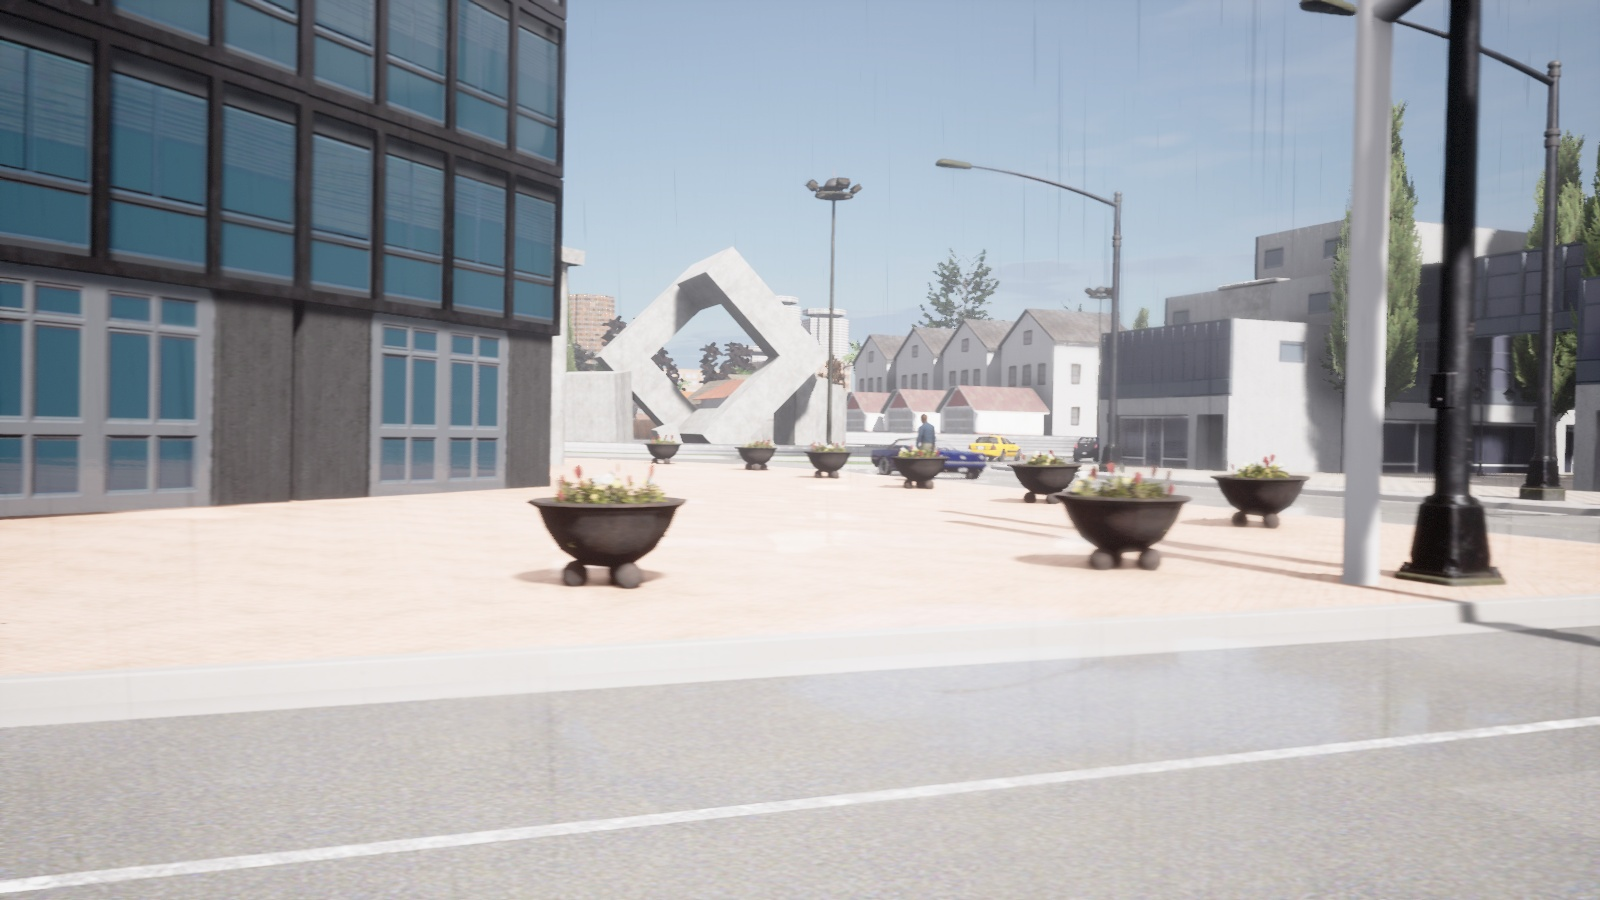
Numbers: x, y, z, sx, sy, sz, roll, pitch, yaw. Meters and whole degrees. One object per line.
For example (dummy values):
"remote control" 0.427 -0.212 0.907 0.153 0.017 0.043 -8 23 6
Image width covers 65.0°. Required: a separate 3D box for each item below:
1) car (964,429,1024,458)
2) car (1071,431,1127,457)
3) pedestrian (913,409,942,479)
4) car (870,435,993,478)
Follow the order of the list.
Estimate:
"car" 11.112 -0.405 71.544 1.801 1.575 5.366 0 1 27
"car" 17.903 -0.384 75.086 1.845 1.501 3.633 0 1 40
"pedestrian" 3.344 -0.165 33.032 0.370 1.835 0.726 -1 1 -36
"car" 4.212 0.173 41.066 1.895 1.301 4.718 0 1 -24
